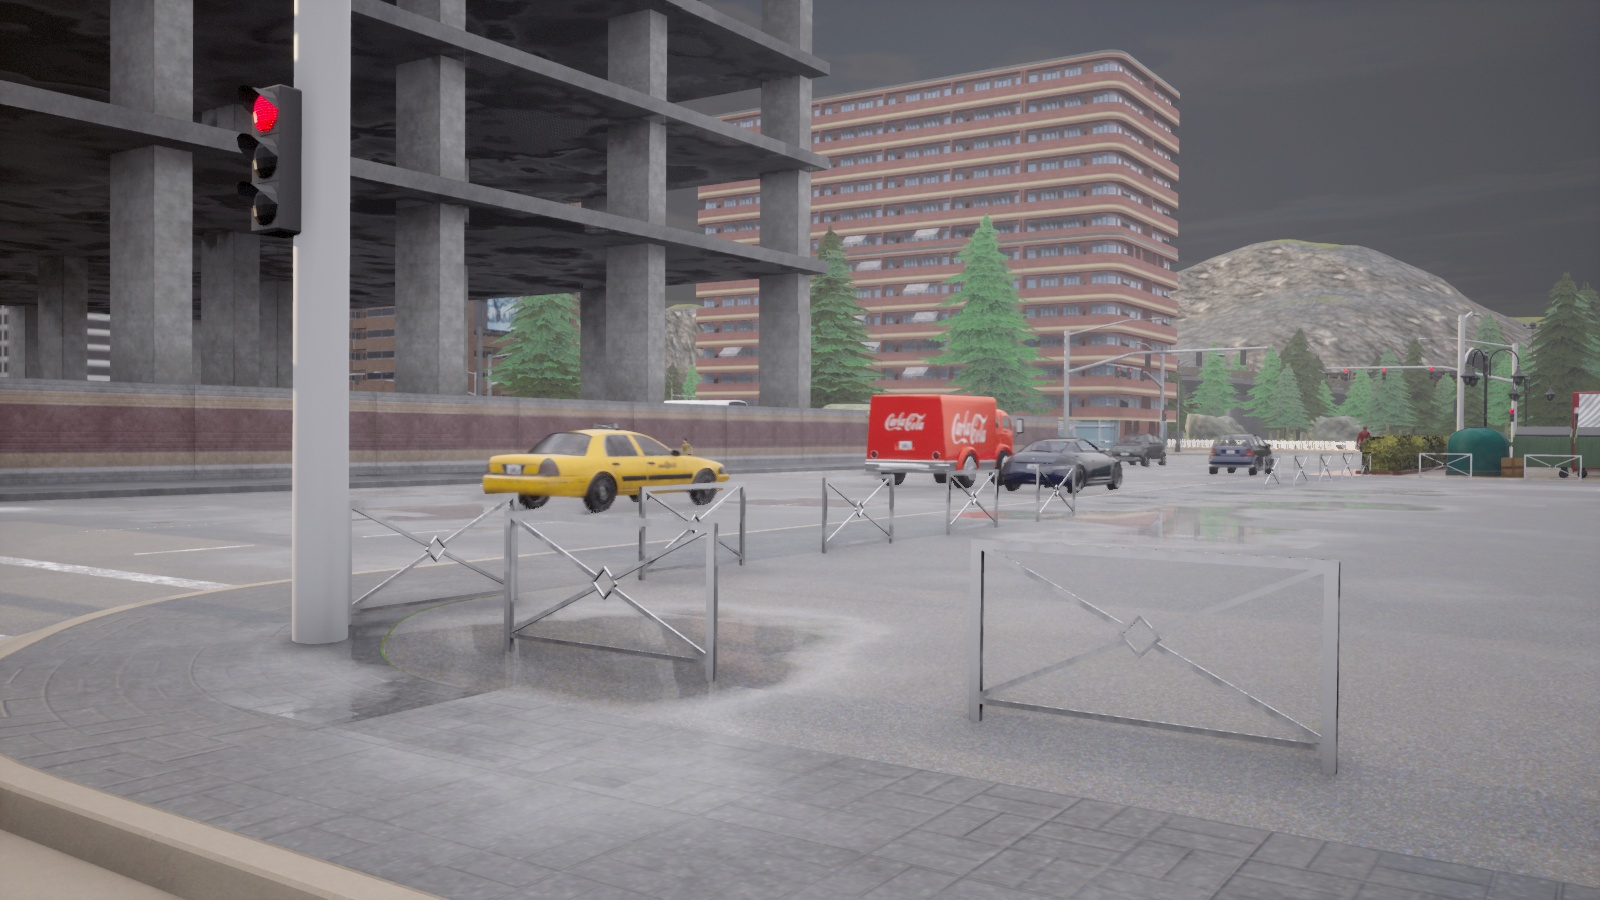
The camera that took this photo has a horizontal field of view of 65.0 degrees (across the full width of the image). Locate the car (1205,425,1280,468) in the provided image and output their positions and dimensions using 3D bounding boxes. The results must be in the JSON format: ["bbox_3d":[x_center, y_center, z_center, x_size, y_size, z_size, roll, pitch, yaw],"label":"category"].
[{"bbox_3d":[16.731,-0.144,47.395,1.789,1.549,3.705,0,1,33],"label":"car"}]

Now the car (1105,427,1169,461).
[{"bbox_3d":[15.770,-0.289,58.650,1.789,1.549,3.705,0,1,33],"label":"car"}]

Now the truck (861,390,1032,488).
[{"bbox_3d":[4.152,-0.322,34.682,2.627,2.467,5.204,0,1,33],"label":"truck"}]

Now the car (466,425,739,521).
[{"bbox_3d":[-3.454,0.330,23.153,1.801,1.575,5.366,0,1,33],"label":"car"}]

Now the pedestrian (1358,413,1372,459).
[{"bbox_3d":[22.805,-0.569,50.701,0.331,1.846,0.636,0,1,43],"label":"pedestrian"}]

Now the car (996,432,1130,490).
[{"bbox_3d":[6.857,0.235,32.428,1.994,1.385,4.181,0,1,33],"label":"car"}]
